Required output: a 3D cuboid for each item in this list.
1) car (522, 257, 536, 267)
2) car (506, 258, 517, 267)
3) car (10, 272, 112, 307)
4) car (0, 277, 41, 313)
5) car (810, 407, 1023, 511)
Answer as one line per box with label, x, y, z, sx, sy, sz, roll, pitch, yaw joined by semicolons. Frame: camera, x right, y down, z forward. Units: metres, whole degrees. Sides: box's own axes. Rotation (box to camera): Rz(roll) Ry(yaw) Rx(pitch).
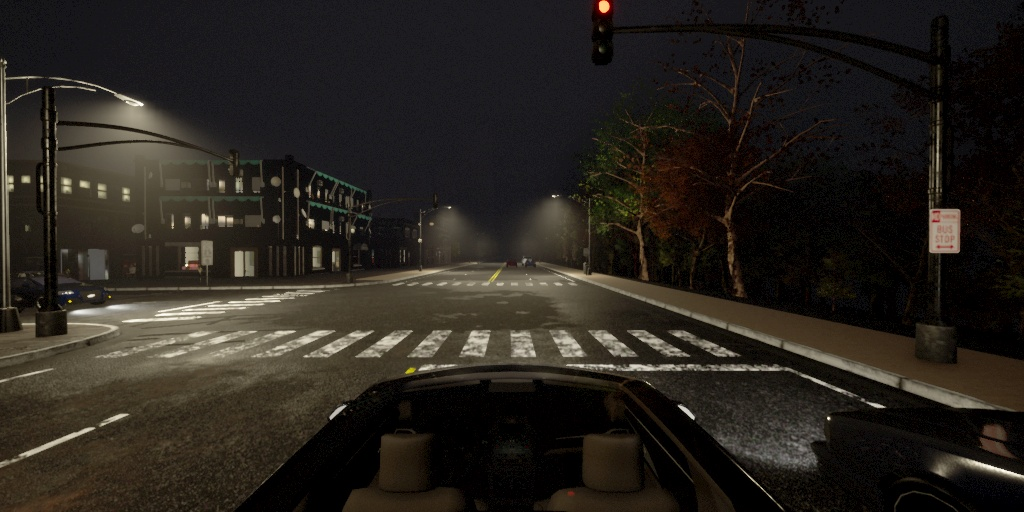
car;3.226;1.268;63.182;2.033;1.411;5.357;0;0;0
car;-0.027;1.199;63.150;1.882;1.535;5.008;0;0;0
car;-19.861;1.533;15.220;4.181;1.385;1.994;-1;1;0
car;-19.969;1.564;12.514;4.313;1.339;1.948;0;0;0
car;3.354;1.298;0.401;2.033;1.411;5.357;0;0;0
